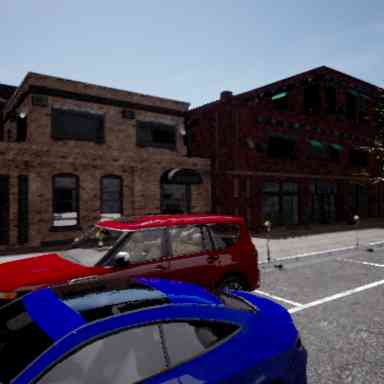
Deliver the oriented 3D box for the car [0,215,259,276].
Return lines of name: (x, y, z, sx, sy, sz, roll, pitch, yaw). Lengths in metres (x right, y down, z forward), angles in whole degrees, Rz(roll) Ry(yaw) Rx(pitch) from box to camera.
car: (-0.938, 1.372, 5.894, 5.009, 1.841, 2.192, 1, -1, -36)

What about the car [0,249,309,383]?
car: (-0.949, 1.549, 2.660, 4.674, 1.442, 1.812, 1, -1, -37)
